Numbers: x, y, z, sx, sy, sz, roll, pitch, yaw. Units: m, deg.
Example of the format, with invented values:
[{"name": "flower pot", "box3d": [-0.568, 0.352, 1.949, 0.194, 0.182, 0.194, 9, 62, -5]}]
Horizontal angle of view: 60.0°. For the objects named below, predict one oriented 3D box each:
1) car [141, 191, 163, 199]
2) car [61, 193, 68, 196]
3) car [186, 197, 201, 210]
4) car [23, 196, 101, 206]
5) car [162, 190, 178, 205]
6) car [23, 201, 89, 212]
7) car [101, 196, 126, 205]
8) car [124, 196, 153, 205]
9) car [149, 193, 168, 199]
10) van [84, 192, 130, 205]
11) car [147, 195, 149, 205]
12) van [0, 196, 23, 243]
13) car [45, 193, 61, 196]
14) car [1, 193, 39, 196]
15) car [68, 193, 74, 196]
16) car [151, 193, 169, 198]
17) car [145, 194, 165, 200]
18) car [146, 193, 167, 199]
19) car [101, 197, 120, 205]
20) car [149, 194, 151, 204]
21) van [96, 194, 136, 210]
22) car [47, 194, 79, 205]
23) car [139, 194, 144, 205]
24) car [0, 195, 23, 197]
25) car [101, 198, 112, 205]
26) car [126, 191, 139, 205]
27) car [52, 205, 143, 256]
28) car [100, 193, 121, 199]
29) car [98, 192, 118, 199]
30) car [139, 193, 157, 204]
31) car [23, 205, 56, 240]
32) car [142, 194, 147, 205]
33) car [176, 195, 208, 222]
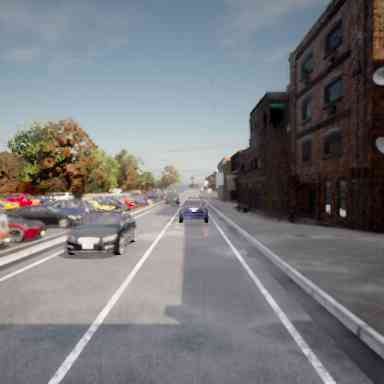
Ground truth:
[{"name": "car", "box3d": [-9.293, 1.144, 80.621, 4.792, 1.488, 2.163, 0, 0, 0]}, {"name": "car", "box3d": [-22.341, 1.270, 51.808, 4.553, 1.767, 2.185, 0, 0, 0]}, {"name": "car", "box3d": [0.164, 1.401, 42.997, 1.837, 1.490, 4.892, 0, 0, 0]}, {"name": "car", "box3d": [-9.348, 1.352, 24.028, 4.553, 1.767, 2.185, 0, 0, 0]}, {"name": "car", "box3d": [-3.214, 1.070, 55.377, 2.150, 2.045, 5.566, 0, 0, 1]}, {"name": "car", "box3d": [-9.397, 1.524, 21.246, 4.674, 1.452, 2.002, 0, 0, 0]}, {"name": "car", "box3d": [-9.328, 1.456, 32.379, 4.892, 1.521, 2.231, 0, 0, 0]}, {"name": "car", "box3d": [-9.215, 1.421, 57.287, 4.674, 1.452, 2.002, -1, 0, 1]}, {"name": "car", "box3d": [-9.168, 1.058, 91.925, 5.008, 1.535, 2.097, 0, 0, 0]}, {"name": "van", "box3d": [-9.203, 1.222, 35.162, 4.442, 1.987, 1.878, 0, 0, 0]}, {"name": "car", "box3d": [-9.247, 1.445, 49.079, 4.674, 1.452, 2.002, 0, 0, 0]}, {"name": "van", "box3d": [-9.323, 1.275, 12.832, 4.442, 1.987, 1.878, 0, 0, 0]}, {"name": "car", "box3d": [-22.356, 1.278, 49.023, 4.553, 1.767, 2.185, 0, 0, 0]}, {"name": "car", "box3d": [-22.398, 1.178, 40.669, 5.566, 2.045, 2.435, 0, 0, 0]}, {"name": "car", "box3d": [-22.322, 1.135, 54.718, 5.566, 2.045, 2.435, 0, 0, 0]}, {"name": "car", "box3d": [-9.156, 1.045, 94.750, 5.008, 1.535, 2.097, 0, 0, 0]}, {"name": "car", "box3d": [-9.244, 1.140, 83.448, 4.674, 1.452, 2.002, 0, 0, 0]}, {"name": "car", "box3d": [-9.381, 1.069, 89.100, 5.366, 1.575, 1.946, 0, 0, 0]}, {"name": "car", "box3d": [-9.535, 1.460, 29.597, 5.366, 1.575, 1.946, 0, 0, 0]}, {"name": "car", "box3d": [-9.258, 1.426, 51.862, 4.792, 1.488, 2.163, 0, 0, 0]}, {"name": "van", "box3d": [-9.174, 1.205, 40.604, 4.442, 1.987, 1.878, 0, 0, 0]}, {"name": "car", "box3d": [-22.248, 1.252, 57.504, 4.553, 1.767, 2.185, 0, 0, 0]}, {"name": "car", "box3d": [-9.268, 1.423, 43.512, 4.892, 1.521, 2.231, 0, 0, 0]}, {"name": "car", "box3d": [-22.570, 1.434, 37.885, 5.366, 1.575, 1.946, 0, 0, 0]}, {"name": "car", "box3d": [-9.371, 1.472, 26.813, 4.892, 1.521, 2.231, 0, 0, 0]}, {"name": "car", "box3d": [-9.276, 1.188, 37.945, 5.566, 2.045, 2.435, 0, 0, 0]}, {"name": "car", "box3d": [-3.340, 1.474, 13.126, 2.128, 1.511, 4.902, 0, 0, 0]}, {"name": "car", "box3d": [-21.771, 1.071, 89.038, 5.008, 1.535, 2.097, 0, 0, 0]}, {"name": "car", "box3d": [-21.767, 0.959, 86.338, 4.553, 1.767, 2.185, 0, 0, 0]}, {"name": "car", "box3d": [-9.029, 1.385, 54.644, 5.366, 1.575, 1.946, 0, 0, 0]}, {"name": "car", "box3d": [-9.395, 1.525, 15.680, 4.792, 1.488, 2.163, 0, 0, 0]}, {"name": "car", "box3d": [-9.230, 1.443, 46.296, 4.792, 1.488, 2.163, 0, 0, 0]}, {"name": "car", "box3d": [0.131, 1.307, 25.552, 2.097, 1.767, 4.553, 0, 0, 0]}]
